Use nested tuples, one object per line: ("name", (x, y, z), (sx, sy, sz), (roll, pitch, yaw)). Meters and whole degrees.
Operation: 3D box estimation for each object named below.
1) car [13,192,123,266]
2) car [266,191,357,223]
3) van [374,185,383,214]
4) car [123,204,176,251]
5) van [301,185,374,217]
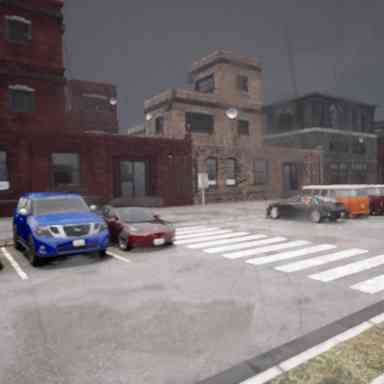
("car", (-4.769, 1.057, 11.587), (2.435, 2.045, 5.566), (-2, 2, -35))
("car", (6.586, 0.893, 19.604), (2.231, 1.521, 4.892), (-2, 2, -35))
("van", (11.055, 0.497, 22.896), (1.878, 1.987, 4.442), (-2, 2, -35))
("car", (-2.489, 1.255, 13.192), (2.163, 1.488, 4.792), (-2, 2, -35))
("van", (8.783, 0.581, 21.298), (1.878, 1.987, 4.442), (-2, 2, -35))
